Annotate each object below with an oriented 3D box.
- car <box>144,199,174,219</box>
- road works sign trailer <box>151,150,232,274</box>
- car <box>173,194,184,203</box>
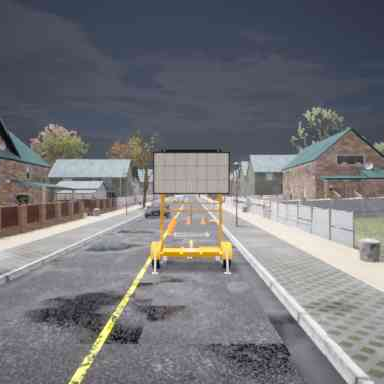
[{"bbox_3d":[-2.909,1.569,28.729,1.994,1.385,4.181,0,0,0],"label":"car"},{"bbox_3d":[-0.021,0.468,10.528,2.380,3.560,2.880,0,0,0],"label":"road works sign trailer"},{"bbox_3d":[-2.899,1.214,72.514,2.150,2.045,5.566,0,0,0],"label":"car"}]
